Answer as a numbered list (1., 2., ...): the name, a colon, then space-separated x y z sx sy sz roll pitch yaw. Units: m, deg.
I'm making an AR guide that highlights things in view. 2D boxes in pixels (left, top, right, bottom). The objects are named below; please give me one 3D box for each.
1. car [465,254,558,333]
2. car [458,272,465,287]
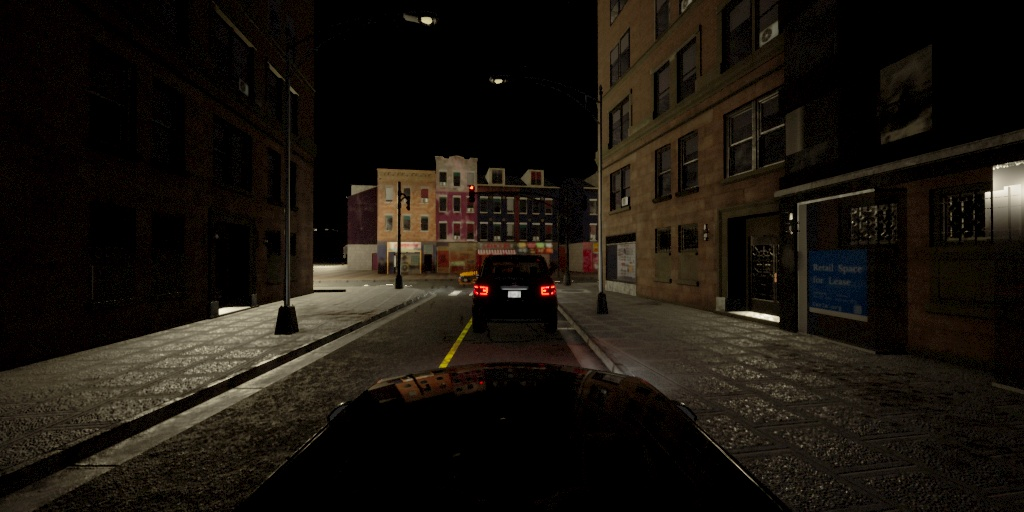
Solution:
1. car: 0.098 0.972 10.899 2.150 2.045 5.566 0 0 1
2. car: -1.545 1.230 24.230 1.882 1.535 5.008 -2 -1 33
